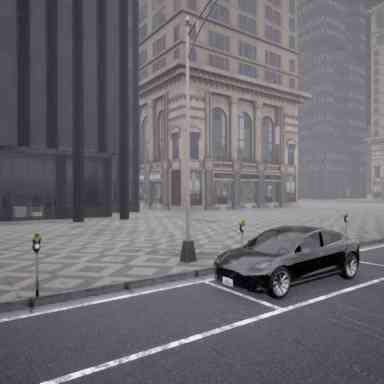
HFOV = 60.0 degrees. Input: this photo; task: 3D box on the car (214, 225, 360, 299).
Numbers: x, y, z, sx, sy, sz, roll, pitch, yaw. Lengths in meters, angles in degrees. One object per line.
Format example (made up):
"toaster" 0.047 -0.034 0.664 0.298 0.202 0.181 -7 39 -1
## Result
"car" 2.546 1.565 8.452 4.313 1.339 1.947 0 0 -35
